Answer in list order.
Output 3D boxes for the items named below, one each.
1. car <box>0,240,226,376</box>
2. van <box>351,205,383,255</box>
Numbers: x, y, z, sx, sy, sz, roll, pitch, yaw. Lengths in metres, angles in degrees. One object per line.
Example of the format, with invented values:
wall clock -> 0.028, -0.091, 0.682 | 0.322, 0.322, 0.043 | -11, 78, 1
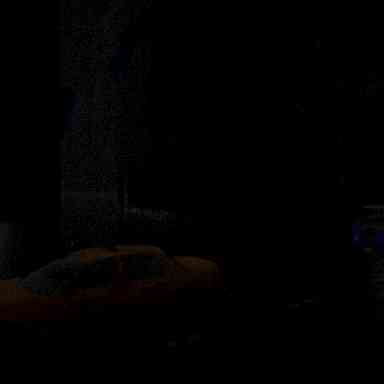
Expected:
car -> -1.634, 1.523, 5.486 | 4.829, 1.417, 1.752 | 0, 0, -36
van -> 7.344, 1.329, 11.919 | 3.998, 1.788, 1.690 | 0, 0, -36
